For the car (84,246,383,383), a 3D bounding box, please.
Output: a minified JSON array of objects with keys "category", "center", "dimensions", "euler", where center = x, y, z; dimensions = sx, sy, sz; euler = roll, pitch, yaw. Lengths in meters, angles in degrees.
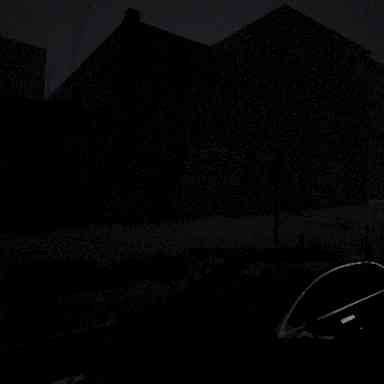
[{"category":"car","center":[1.169,1.546,4.215],"dimensions":[4.892,1.490,1.837],"euler":[0,0,-35]}]
